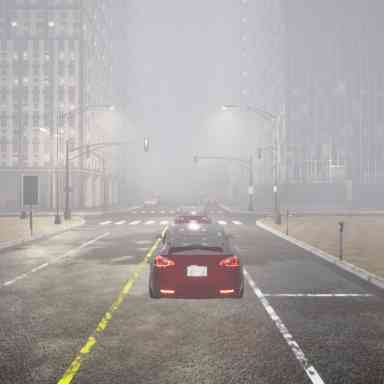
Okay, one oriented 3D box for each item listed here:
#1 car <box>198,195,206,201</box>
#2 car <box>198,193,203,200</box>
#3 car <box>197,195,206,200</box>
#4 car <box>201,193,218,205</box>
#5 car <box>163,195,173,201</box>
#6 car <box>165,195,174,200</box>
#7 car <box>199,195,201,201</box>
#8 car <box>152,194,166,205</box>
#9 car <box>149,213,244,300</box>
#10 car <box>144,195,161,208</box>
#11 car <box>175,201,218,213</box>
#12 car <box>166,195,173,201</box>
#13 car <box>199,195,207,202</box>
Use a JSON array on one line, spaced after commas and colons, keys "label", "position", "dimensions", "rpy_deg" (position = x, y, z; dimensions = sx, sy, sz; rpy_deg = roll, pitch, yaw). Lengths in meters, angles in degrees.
[{"label": "car", "position": [2.500, 1.419, 82.266], "dimensions": [1.887, 1.381, 4.507], "rpy_deg": [0, 0, 0]}, {"label": "car", "position": [2.528, 1.220, 70.917], "dimensions": [2.192, 1.841, 5.009], "rpy_deg": [0, 0, 0]}, {"label": "car", "position": [2.486, 1.407, 87.940], "dimensions": [2.008, 1.369, 4.403], "rpy_deg": [0, 0, 0]}, {"label": "car", "position": [2.710, 1.398, 48.216], "dimensions": [1.967, 1.590, 4.097], "rpy_deg": [0, 0, 0]}, {"label": "car", "position": [-5.881, 1.425, 82.252], "dimensions": [2.008, 1.369, 4.403], "rpy_deg": [0, 0, 0]}, {"label": "car", "position": [-5.894, 1.407, 87.928], "dimensions": [2.008, 1.369, 4.403], "rpy_deg": [0, 0, 0]}, {"label": "car", "position": [2.665, 1.497, 53.895], "dimensions": [2.008, 1.369, 4.403], "rpy_deg": [0, 0, 0]}, {"label": "car", "position": [-5.913, 1.261, 53.875], "dimensions": [2.192, 1.841, 5.009], "rpy_deg": [0, 0, 0]}, {"label": "car", "position": [0.079, 1.502, 8.457], "dimensions": [2.163, 1.488, 4.792], "rpy_deg": [0, 0, 0]}, {"label": "car", "position": [-5.930, 1.483, 48.027], "dimensions": [1.752, 1.417, 4.829], "rpy_deg": [0, 0, 0]}, {"label": "car", "position": [0.048, 1.496, 18.452], "dimensions": [2.163, 1.488, 4.792], "rpy_deg": [0, 0, 0]}, {"label": "car", "position": [-5.868, 1.435, 76.577], "dimensions": [1.887, 1.381, 4.507], "rpy_deg": [0, 0, 0]}, {"label": "car", "position": [2.513, 1.415, 76.762], "dimensions": [1.752, 1.417, 4.829], "rpy_deg": [0, 0, 0]}]
